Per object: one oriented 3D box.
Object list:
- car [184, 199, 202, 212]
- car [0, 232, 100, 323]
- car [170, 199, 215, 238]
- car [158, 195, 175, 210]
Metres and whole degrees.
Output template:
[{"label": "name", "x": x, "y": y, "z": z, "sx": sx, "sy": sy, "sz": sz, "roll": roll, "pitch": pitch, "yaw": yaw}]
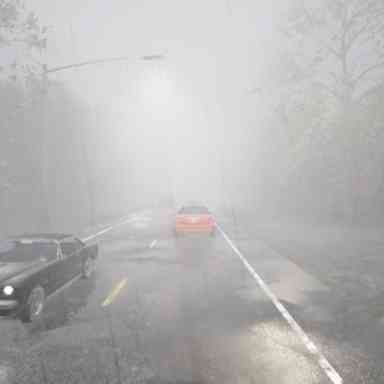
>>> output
[{"label": "car", "x": 0.107, "y": 1.685, "z": 42.818, "sx": 2.128, "sy": 1.511, "sz": 4.902, "roll": 0, "pitch": 0, "yaw": 0}, {"label": "car", "x": -3.602, "y": 1.639, "z": 7.377, "sx": 1.895, "sy": 1.301, "sz": 4.718, "roll": 0, "pitch": 0, "yaw": 0}, {"label": "car", "x": 0.103, "y": 1.439, "z": 18.361, "sx": 2.097, "sy": 1.767, "sz": 4.553, "roll": 0, "pitch": 0, "yaw": 0}, {"label": "car", "x": -3.561, "y": 1.435, "z": 48.132, "sx": 2.150, "sy": 2.045, "sz": 5.566, "roll": 0, "pitch": 0, "yaw": 0}]
